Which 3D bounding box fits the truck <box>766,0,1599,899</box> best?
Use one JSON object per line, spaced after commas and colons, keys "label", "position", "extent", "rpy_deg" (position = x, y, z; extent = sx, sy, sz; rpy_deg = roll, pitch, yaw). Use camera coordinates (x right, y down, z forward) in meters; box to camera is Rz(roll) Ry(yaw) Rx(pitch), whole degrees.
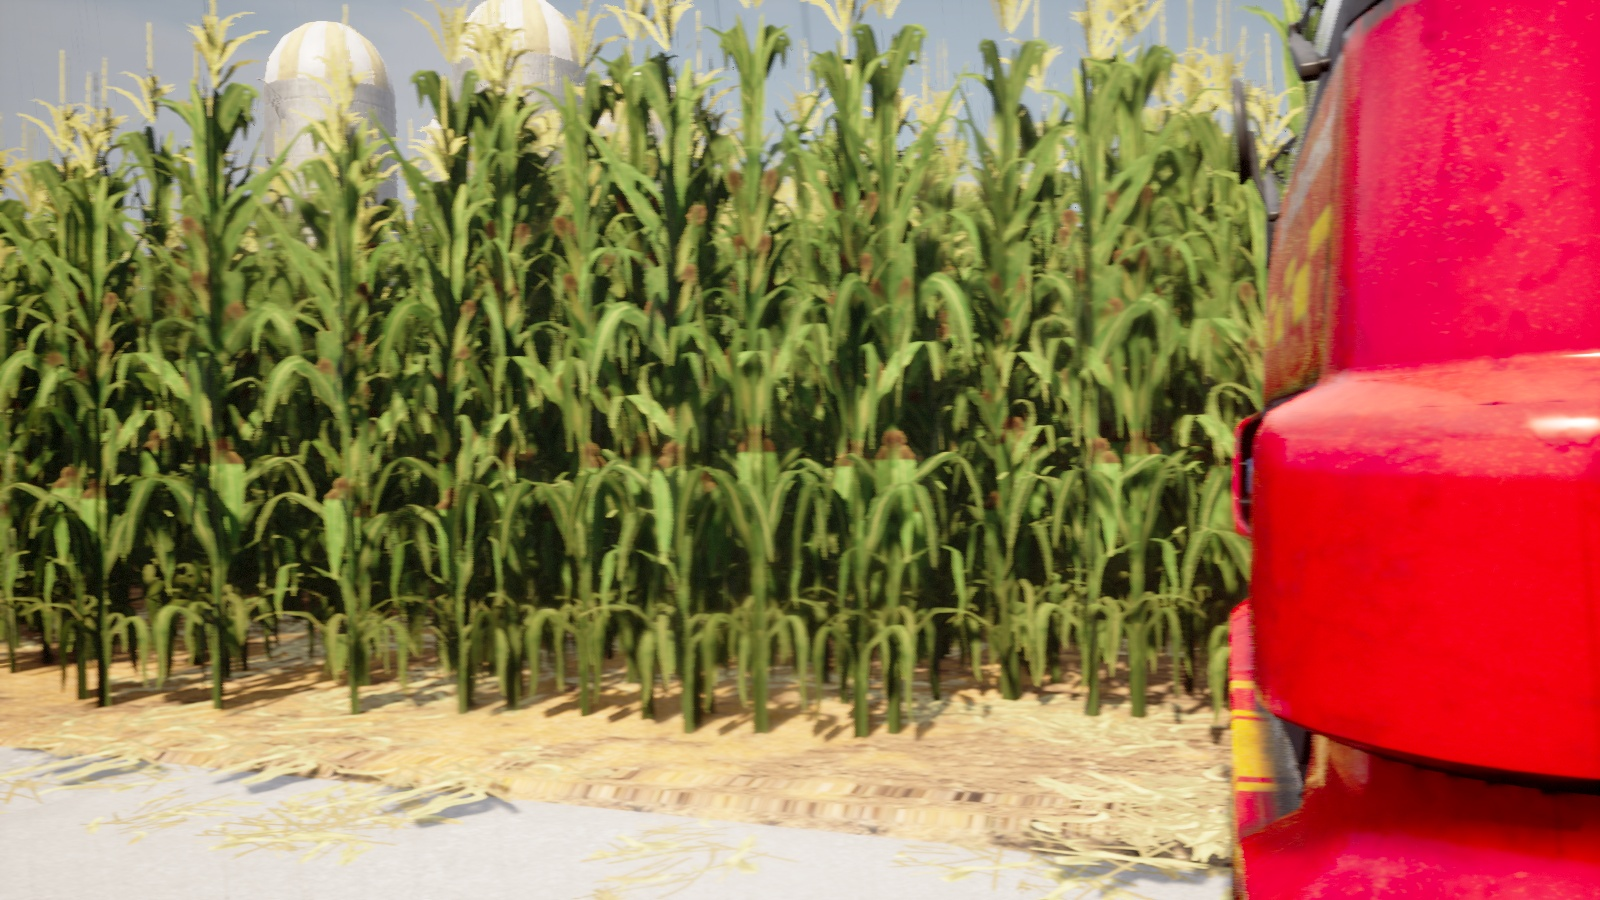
{"label": "truck", "position": [4.440, -0.353, 1.260], "extent": [8.468, 3.827, 2.891], "rpy_deg": [0, 1, 19]}
